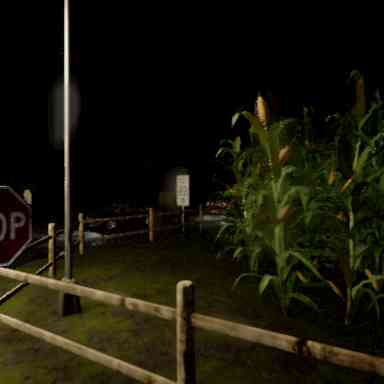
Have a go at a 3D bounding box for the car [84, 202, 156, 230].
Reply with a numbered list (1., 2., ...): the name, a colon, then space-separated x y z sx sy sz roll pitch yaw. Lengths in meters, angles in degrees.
1. car: -4.355 1.392 20.452 1.837 1.490 4.892 0 1 39

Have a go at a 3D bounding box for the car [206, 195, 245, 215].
1. car: 3.168 1.048 29.851 2.097 1.767 4.553 0 0 39
